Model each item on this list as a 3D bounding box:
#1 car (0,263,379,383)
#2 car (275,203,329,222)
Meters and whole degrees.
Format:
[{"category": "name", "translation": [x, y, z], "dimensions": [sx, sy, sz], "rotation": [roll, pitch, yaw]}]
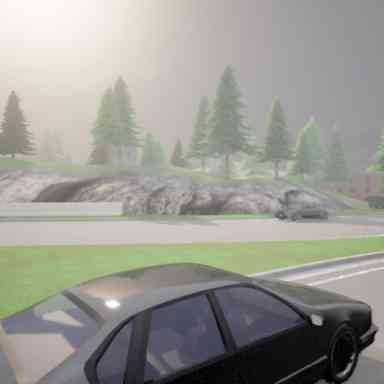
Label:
[{"category": "car", "translation": [-0.063, 1.553, 3.612], "dimensions": [5.357, 1.411, 2.033], "rotation": [0, 0, -37]}, {"category": "car", "translation": [8.782, 1.609, 26.610], "dimensions": [4.181, 1.385, 1.994], "rotation": [0, 0, -21]}]
